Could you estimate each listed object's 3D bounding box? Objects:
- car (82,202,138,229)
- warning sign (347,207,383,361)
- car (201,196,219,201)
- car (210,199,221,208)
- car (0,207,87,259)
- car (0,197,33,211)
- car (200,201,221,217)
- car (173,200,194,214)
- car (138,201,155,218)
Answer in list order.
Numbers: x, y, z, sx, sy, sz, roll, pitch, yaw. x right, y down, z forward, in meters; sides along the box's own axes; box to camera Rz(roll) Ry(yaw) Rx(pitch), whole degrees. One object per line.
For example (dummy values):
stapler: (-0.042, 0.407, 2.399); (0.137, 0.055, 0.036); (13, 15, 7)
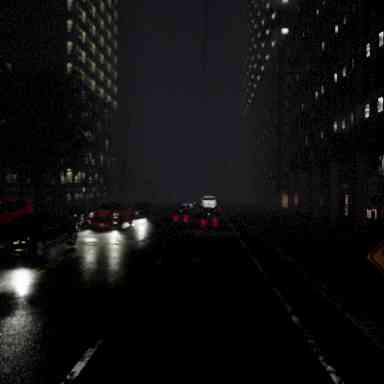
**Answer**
car: (-5.466, 1.475, 22.832); (2.097, 1.767, 4.553); (1, 0, 3)
warning sign: (3.059, 1.180, 4.607); (1.300, 1.860, 1.060); (2, 1, 3)
car: (2.457, 1.600, 47.446); (2.150, 2.045, 5.566); (1, 0, 4)
car: (4.193, 2.007, 59.645); (1.812, 1.442, 4.674); (1, 0, 3)
car: (-5.992, 1.548, 12.884); (1.837, 1.490, 4.892); (1, 0, 3)
car: (-9.144, 1.250, 14.808); (2.150, 2.045, 5.566); (1, 0, 3)
car: (1.798, 1.879, 34.548); (1.895, 1.301, 4.718); (1, 0, 3)
car: (-1.128, 1.892, 39.949); (1.895, 1.301, 4.718); (1, 0, 3)
car: (-4.904, 1.696, 32.963); (2.128, 1.511, 4.902); (1, 0, 3)
